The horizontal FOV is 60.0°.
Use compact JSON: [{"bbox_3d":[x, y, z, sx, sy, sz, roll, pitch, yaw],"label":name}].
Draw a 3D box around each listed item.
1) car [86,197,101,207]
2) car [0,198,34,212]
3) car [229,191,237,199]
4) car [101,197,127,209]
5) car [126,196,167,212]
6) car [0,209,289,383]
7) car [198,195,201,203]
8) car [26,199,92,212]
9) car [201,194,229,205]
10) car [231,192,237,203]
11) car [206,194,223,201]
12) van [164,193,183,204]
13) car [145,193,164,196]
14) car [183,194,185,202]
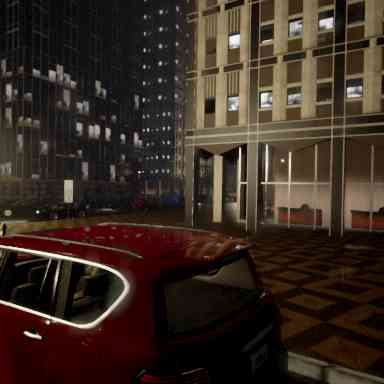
[{"bbox_3d":[-12.273,1.299,40.801,1.947,1.339,4.313,2,1,30],"label":"car"},{"bbox_3d":[-15.615,1.356,29.932,1.837,1.490,4.892,1,1,30],"label":"car"},{"bbox_3d":[10.503,0.783,79.888,2.192,1.841,5.009,2,1,30],"label":"car"},{"bbox_3d":[-8.826,1.335,41.582,1.994,1.385,4.181,1,1,30],"label":"car"},{"bbox_3d":[-4.947,1.487,36.733,1.802,1.307,4.206,2,1,30],"label":"car"},{"bbox_3d":[-1.434,1.314,3.875,5.009,1.841,2.192,0,1,36],"label":"car"},{"bbox_3d":[1.680,1.184,59.425,1.812,1.442,4.674,1,1,30],"label":"car"},{"bbox_3d":[-10.636,1.537,26.967,1.947,1.339,4.313,2,1,30],"label":"car"},{"bbox_3d":[3.589,1.246,51.380,1.967,1.590,4.097,2,1,30],"label":"car"},{"bbox_3d":[9.362,1.264,61.294,1.752,1.417,4.829,2,1,30],"label":"car"},{"bbox_3d":[4.806,1.079,70.119,1.887,1.381,4.507,2,1,30],"label":"car"},{"bbox_3d":[-3.730,0.975,55.457,1.690,1.788,3.998,2,1,30],"label":"van"},{"bbox_3d":[-6.578,1.107,50.572,1.967,1.590,4.097,2,1,30],"label":"car"},{"bbox_3d":[-0.885,1.040,60.345,1.967,1.590,4.097,2,1,30],"label":"car"}]
